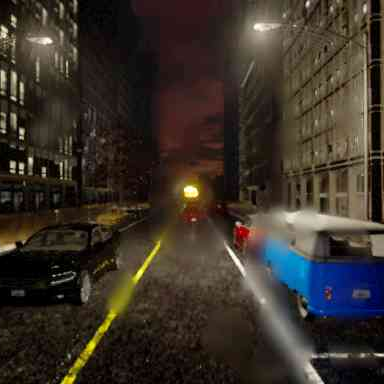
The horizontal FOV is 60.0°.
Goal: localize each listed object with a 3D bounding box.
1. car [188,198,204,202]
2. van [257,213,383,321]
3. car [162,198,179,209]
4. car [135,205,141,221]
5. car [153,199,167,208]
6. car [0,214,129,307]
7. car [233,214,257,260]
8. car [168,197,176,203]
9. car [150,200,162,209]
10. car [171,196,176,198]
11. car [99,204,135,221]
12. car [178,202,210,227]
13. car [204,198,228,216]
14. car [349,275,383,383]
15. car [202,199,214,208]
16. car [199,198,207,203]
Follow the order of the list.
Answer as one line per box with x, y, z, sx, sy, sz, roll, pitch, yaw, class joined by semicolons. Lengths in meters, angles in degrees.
0.153;1.835;41.559;1.837;1.490;4.892;0;0;0;car
2.703;1.402;7.138;1.690;1.788;3.998;0;0;0;van
-3.005;1.967;51.213;1.994;1.385;4.181;0;-1;0;car
-5.649;1.792;29.925;2.008;1.369;4.403;0;0;0;car
-5.613;2.021;58.386;1.947;1.339;4.313;0;0;0;car
-3.090;1.548;8.409;1.882;1.535;5.008;0;0;0;car
2.710;1.547;12.828;1.967;1.590;4.097;0;0;0;car
-5.569;2.237;92.539;1.887;1.381;4.507;0;0;0;car
-5.620;1.964;52.694;2.008;1.369;4.403;0;0;0;car
-5.584;2.165;81.154;2.008;1.369;4.403;0;0;0;car
-5.657;1.721;24.062;1.752;1.417;4.829;0;0;0;car
0.132;1.726;24.598;1.812;1.442;4.674;0;0;0;car
2.740;1.600;35.597;2.192;1.841;5.009;0;0;0;car
2.695;1.579;1.442;1.947;1.339;4.313;0;0;0;car
2.768;1.981;58.533;1.752;1.417;4.829;0;0;0;car
2.804;2.220;86.823;1.947;1.339;4.313;0;0;0;car
